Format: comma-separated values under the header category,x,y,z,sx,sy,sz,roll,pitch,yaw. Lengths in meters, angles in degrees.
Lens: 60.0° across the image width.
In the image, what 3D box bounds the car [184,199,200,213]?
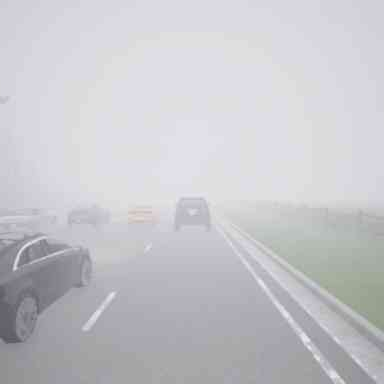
category,x,y,z,sx,sy,sz,roll,pitch,yaw
car,-0.046,1.649,40.586,1.837,1.490,4.892,0,0,0

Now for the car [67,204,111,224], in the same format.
category,x,y,z,sx,sy,sz,roll,pitch,yaw
car,-6.980,1.590,22.904,2.128,1.511,4.902,0,0,0

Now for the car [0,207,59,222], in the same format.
category,x,y,z,sx,sy,sz,roll,pitch,yaw
car,-10.475,1.703,21.754,1.895,1.301,4.718,0,0,0

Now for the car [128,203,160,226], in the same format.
category,x,y,z,sx,sy,sz,roll,pitch,yaw
car,-3.486,1.574,24.676,1.882,1.535,5.008,0,0,0

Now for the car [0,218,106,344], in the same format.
category,x,y,z,sx,sy,sz,roll,pitch,yaw
car,-3.417,1.523,6.439,2.128,1.511,4.902,0,0,0

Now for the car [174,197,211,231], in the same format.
category,x,y,z,sx,sy,sz,roll,pitch,yaw
car,0.025,1.298,21.445,2.150,2.045,5.566,0,0,0
